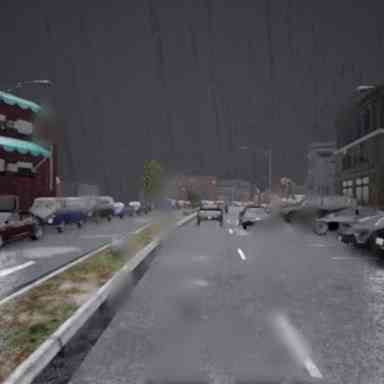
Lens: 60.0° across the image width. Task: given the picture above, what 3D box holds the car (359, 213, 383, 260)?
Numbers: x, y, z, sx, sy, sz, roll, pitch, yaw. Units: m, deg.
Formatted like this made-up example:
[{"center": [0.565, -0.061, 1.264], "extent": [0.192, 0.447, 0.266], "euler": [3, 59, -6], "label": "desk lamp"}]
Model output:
[{"center": [8.048, 1.548, 10.025], "extent": [4.792, 1.488, 2.163], "euler": [0, 0, 3], "label": "car"}]

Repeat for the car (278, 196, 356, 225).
[{"center": [8.931, 1.289, 23.783], "extent": [5.566, 2.045, 2.435], "euler": [0, 0, 6], "label": "car"}]

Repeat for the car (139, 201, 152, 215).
[{"center": [-6.111, 1.724, 36.621], "extent": [2.002, 1.452, 4.674], "euler": [0, -1, 8], "label": "car"}]

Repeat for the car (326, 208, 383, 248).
[{"center": [8.140, 1.522, 12.756], "extent": [4.892, 1.521, 2.231], "euler": [0, 0, 3], "label": "car"}]

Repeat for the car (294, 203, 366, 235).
[{"center": [8.466, 1.552, 18.335], "extent": [4.792, 1.488, 2.163], "euler": [0, 0, 5], "label": "car"}]

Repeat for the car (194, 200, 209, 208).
[{"center": [2.085, 2.596, 74.664], "extent": [2.185, 1.767, 4.553], "euler": [0, -2, 17], "label": "car"}]

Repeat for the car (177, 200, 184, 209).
[{"center": [-3.295, 1.903, 53.034], "extent": [2.185, 1.767, 4.553], "euler": [0, -2, 12], "label": "car"}]

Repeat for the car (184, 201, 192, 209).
[{"center": [-2.114, 2.191, 58.539], "extent": [2.231, 1.521, 4.892], "euler": [0, -2, 13], "label": "car"}]

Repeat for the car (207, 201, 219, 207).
[{"center": [5.446, 3.112, 85.202], "extent": [2.002, 1.452, 4.674], "euler": [-1, -2, 19], "label": "car"}]

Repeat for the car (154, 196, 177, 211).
[{"center": [-4.371, 1.639, 47.533], "extent": [2.435, 2.045, 5.566], "euler": [0, -1, 11], "label": "car"}]

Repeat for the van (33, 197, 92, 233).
[{"center": [-7.973, 1.311, 19.978], "extent": [1.878, 1.987, 4.442], "euler": [0, 0, 5], "label": "van"}]

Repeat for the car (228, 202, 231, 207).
[{"center": [3.539, 1.789, 41.448], "extent": [1.837, 1.490, 4.892], "euler": [0, -1, 9], "label": "car"}]

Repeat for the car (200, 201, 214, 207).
[{"center": [3.706, 2.897, 79.938], "extent": [2.097, 1.535, 5.008], "euler": [-1, -2, 18], "label": "car"}]

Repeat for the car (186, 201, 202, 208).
[{"center": [0.534, 2.569, 69.148], "extent": [2.163, 1.488, 4.792], "euler": [0, -2, 16], "label": "car"}]

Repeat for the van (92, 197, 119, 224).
[{"center": [-7.478, 1.337, 25.494], "extent": [1.878, 1.987, 4.442], "euler": [0, -1, 7], "label": "van"}]

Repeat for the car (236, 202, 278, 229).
[{"center": [4.170, 1.620, 22.138], "extent": [1.994, 1.385, 4.181], "euler": [0, 0, 5], "label": "car"}]

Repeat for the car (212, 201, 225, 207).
[{"center": [7.300, 3.252, 90.430], "extent": [2.231, 1.521, 4.892], "euler": [-1, -2, 20], "label": "car"}]

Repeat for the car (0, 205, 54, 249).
[{"center": [-8.363, 1.555, 14.530], "extent": [2.163, 1.488, 4.792], "euler": [0, 0, 4], "label": "car"}]

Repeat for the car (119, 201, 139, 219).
[{"center": [-6.828, 1.653, 31.126], "extent": [2.002, 1.452, 4.674], "euler": [0, -1, 7], "label": "car"}]

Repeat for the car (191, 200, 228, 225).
[{"center": [1.420, 1.566, 25.004], "extent": [2.128, 1.511, 4.902], "euler": [0, 0, 5], "label": "car"}]
